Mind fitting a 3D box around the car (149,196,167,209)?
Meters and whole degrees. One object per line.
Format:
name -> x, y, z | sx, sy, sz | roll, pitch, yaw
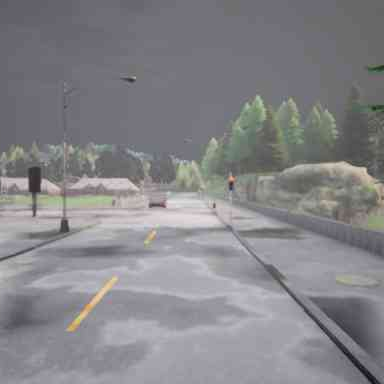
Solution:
car -> -3.996, 1.196, 39.598 | 1.882, 1.535, 5.008 | 0, 0, 0
